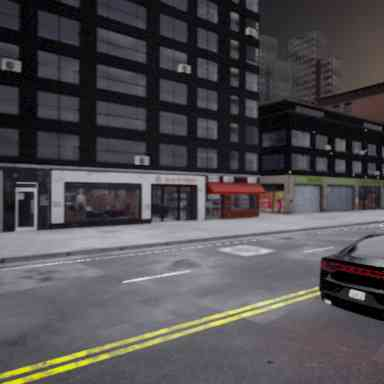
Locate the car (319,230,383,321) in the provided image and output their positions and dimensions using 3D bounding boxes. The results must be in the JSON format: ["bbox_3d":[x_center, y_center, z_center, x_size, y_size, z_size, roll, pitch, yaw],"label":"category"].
[{"bbox_3d":[4.654,1.495,6.758,5.008,1.535,1.882,0,0,-36],"label":"car"}]
